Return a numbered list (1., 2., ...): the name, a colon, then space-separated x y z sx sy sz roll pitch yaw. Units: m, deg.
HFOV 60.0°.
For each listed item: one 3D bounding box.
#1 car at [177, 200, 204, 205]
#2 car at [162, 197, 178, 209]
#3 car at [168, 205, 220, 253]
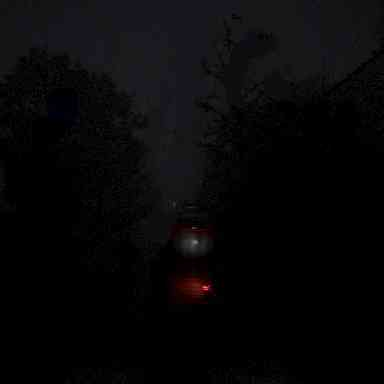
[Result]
1. car: 0.055 1.453 29.551 2.128 1.511 4.902 0 0 0
2. car: -2.928 1.421 44.132 1.882 1.535 5.008 0 0 0
3. car: 0.081 1.486 13.677 1.837 1.490 4.892 0 0 0
